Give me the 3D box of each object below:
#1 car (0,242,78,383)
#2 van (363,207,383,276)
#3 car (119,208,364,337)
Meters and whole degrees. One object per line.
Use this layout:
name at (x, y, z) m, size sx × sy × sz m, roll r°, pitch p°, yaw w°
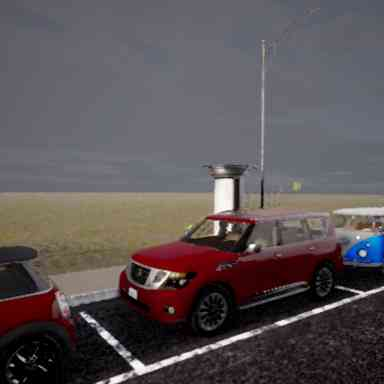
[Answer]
car at (-3.513, 1.439, 3.583) m, size 4.097 × 1.590 × 1.967 m, roll 0°, pitch 1°, yaw -35°
van at (5.708, 1.367, 10.130) m, size 3.998 × 1.788 × 1.690 m, roll 0°, pitch 1°, yaw -35°
car at (1.098, 1.327, 6.856) m, size 5.009 × 1.841 × 2.192 m, roll 0°, pitch 1°, yaw -35°
